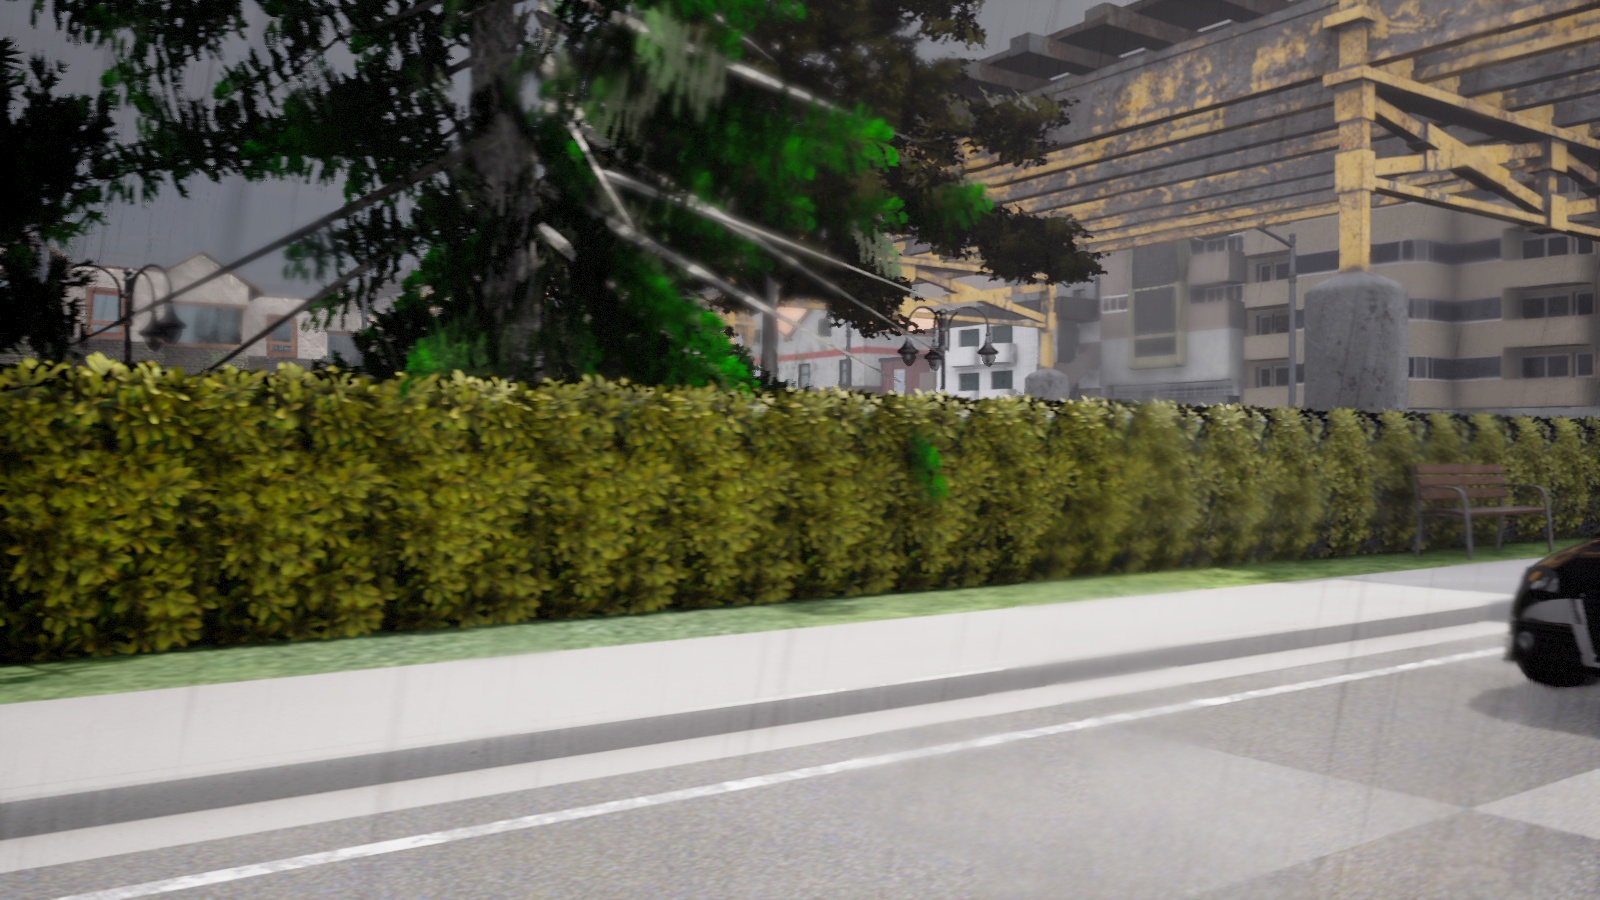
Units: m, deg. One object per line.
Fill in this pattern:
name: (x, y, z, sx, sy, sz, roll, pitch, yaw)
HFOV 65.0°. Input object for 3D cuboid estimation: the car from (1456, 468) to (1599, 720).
car: (6.293, 0.815, 8.037, 4.181, 1.385, 1.994, 0, 0, -35)
